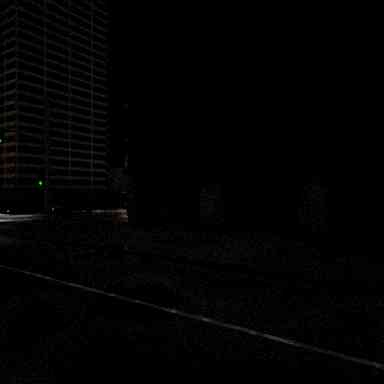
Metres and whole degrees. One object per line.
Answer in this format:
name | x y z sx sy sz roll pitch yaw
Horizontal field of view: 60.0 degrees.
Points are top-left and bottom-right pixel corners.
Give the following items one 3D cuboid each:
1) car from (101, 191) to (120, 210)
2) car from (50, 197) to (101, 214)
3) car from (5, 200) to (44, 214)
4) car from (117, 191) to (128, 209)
car | -10.946 1.221 44.578 2.150 2.045 5.566 0 0 35
car | -12.762 1.491 35.904 2.128 1.511 4.902 0 0 35
car | -17.074 1.547 35.855 2.033 1.411 5.357 0 0 35
car | -6.798 1.221 44.384 2.150 2.045 5.566 0 0 36
